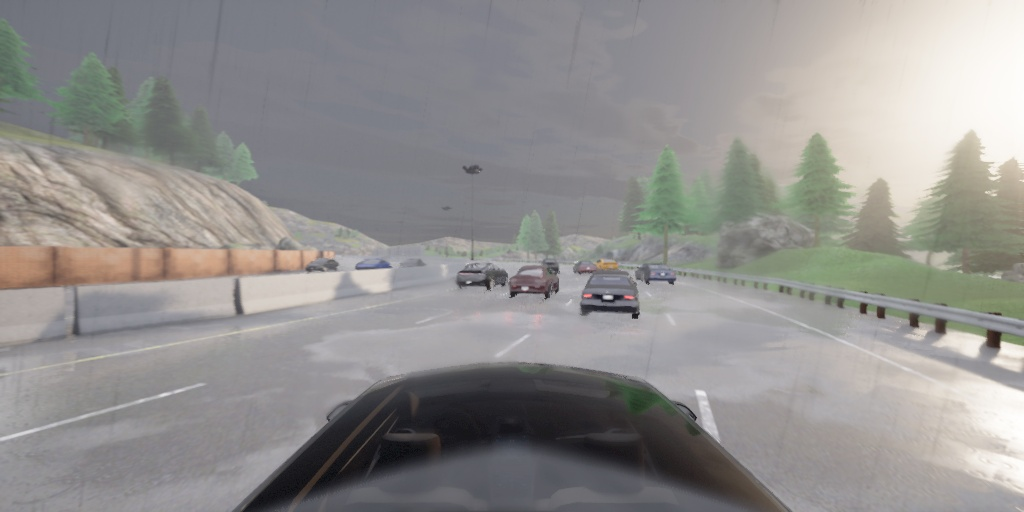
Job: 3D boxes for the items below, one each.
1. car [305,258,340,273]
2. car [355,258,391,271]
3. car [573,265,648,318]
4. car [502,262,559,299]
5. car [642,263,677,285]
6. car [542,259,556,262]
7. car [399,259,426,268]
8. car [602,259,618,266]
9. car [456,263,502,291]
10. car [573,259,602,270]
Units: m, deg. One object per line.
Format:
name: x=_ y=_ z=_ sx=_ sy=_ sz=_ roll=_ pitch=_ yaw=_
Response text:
car: x=-20.709 y=1.017 z=39.450 sx=1.837 sy=1.490 sz=4.892 roll=1 pitch=0 yaw=-1
car: x=-13.769 y=1.019 z=36.053 sx=1.882 sy=1.535 sz=5.008 roll=0 pitch=0 yaw=1
car: x=3.539 y=1.243 z=12.880 sx=2.033 sy=1.411 sz=5.357 roll=0 pitch=0 yaw=17
car: x=1.148 y=1.193 z=17.415 sx=1.812 sy=1.442 sz=4.674 roll=0 pitch=0 yaw=15
car: x=9.926 y=1.188 z=25.155 sx=2.033 sy=1.411 sz=5.357 roll=0 pitch=0 yaw=9
car: x=3.888 y=1.065 z=38.090 sx=1.837 sy=1.490 sz=4.892 roll=0 pitch=0 yaw=1
car: x=-10.262 y=1.047 z=37.133 sx=1.837 sy=1.490 sz=4.892 roll=0 pitch=0 yaw=0
car: x=10.769 y=1.032 z=41.585 sx=1.882 sy=1.535 sz=5.008 roll=0 pitch=0 yaw=-1
car: x=-1.623 y=1.136 z=20.761 sx=2.128 sy=1.511 sz=4.902 roll=0 pitch=0 yaw=14
car: x=7.310 y=1.142 z=35.976 sx=1.994 sy=1.385 sz=4.181 roll=0 pitch=0 yaw=2
